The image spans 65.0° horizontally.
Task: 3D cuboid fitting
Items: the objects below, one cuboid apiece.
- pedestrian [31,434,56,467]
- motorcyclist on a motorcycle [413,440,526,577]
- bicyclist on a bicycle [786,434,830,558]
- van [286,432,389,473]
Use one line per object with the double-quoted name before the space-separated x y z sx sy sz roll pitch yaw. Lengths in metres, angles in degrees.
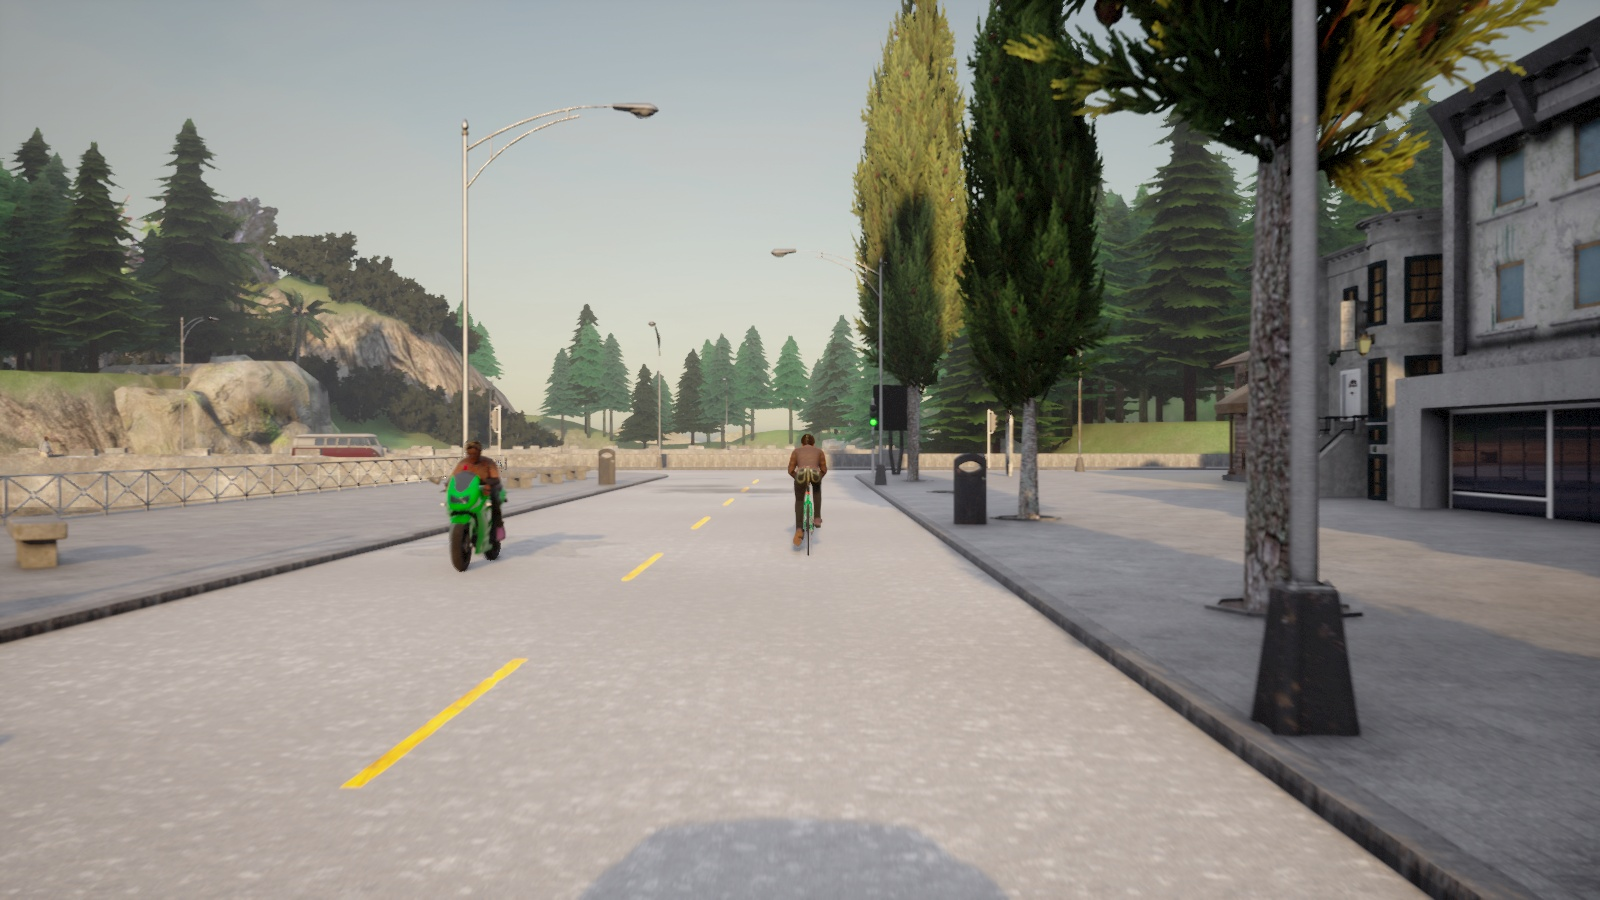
"pedestrian" -42.481 0.025 70.527 0.900 1.855 0.874 0 0 1
"motorcyclist on a motorcycle" -3.901 0.641 14.999 0.797 1.523 2.044 0 0 0
"bicyclist on a bicycle" 0.111 0.602 17.244 0.582 1.620 1.656 0 0 0
"van" -22.981 0.129 62.495 4.442 1.987 1.775 0 0 0
